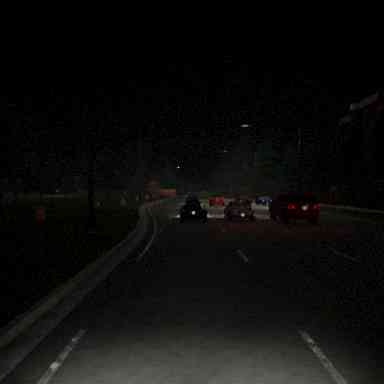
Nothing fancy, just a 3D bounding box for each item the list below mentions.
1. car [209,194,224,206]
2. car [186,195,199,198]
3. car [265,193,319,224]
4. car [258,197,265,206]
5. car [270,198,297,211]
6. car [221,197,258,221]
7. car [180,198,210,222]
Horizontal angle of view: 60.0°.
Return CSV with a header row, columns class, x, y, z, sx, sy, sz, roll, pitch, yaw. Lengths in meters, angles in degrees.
class,x,y,z,sx,sy,sz,roll,pitch,yaw
car,3.586,1.097,48.718,2.097,1.767,4.553,0,0,0
car,0.090,1.219,49.485,1.882,1.535,5.008,0,0,0
car,7.104,1.098,23.626,2.150,2.045,5.566,0,0,0
car,10.508,1.348,48.536,1.895,1.301,4.718,0,0,0
car,10.506,1.400,38.490,1.895,1.301,4.718,0,0,0
car,3.591,1.391,25.807,1.812,1.442,4.674,0,0,0
car,0.105,1.431,25.340,1.994,1.385,4.181,0,0,0
